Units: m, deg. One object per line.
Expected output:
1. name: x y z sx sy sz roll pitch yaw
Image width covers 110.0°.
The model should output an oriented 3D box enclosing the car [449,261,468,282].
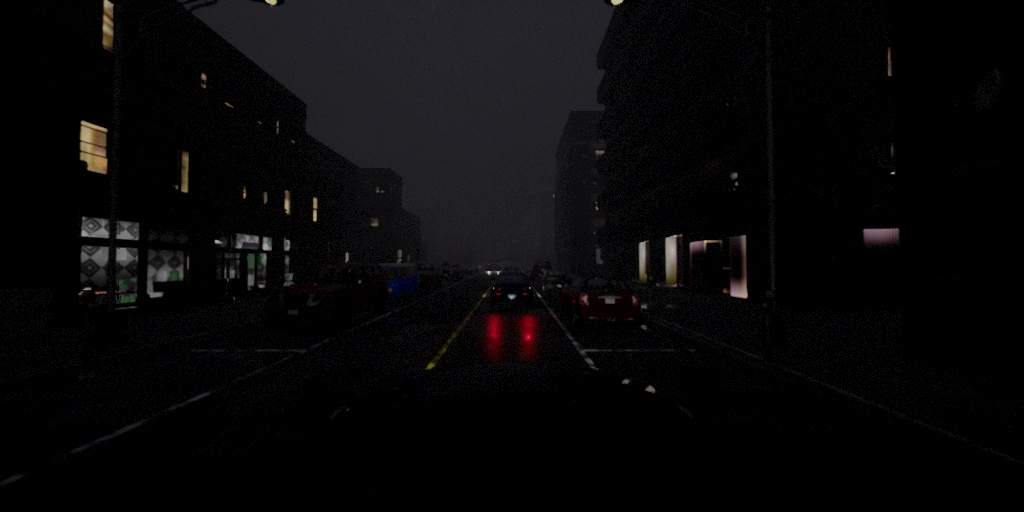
1. car: -5.710 1.366 33.429 2.192 1.841 5.009 0 0 0

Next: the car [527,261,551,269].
1. car: 2.671 1.365 33.427 2.192 1.841 5.009 0 0 0

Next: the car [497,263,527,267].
1. car: -0.018 1.574 30.866 2.033 1.411 5.357 0 -1 0

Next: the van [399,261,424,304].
1. van: -5.699 1.239 17.208 1.690 1.789 3.998 0 0 0

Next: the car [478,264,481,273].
1. car: -5.724 1.805 55.056 2.007 1.370 4.403 0 0 0

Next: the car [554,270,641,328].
1. car: 2.685 1.286 11.799 1.967 1.591 4.097 0 0 0

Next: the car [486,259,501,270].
1. car: -3.040 1.531 62.596 2.150 2.045 5.566 0 -1 0

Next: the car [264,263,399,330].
1. car: -5.695 1.161 11.801 2.192 1.841 5.009 0 0 0

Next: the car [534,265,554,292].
1. car: 2.679 1.499 22.613 2.007 1.370 4.403 0 0 0

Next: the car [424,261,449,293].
1. car: -5.702 1.264 22.615 2.192 1.841 5.009 0 0 0

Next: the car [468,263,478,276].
1. car: -5.717 1.593 44.243 1.967 1.591 4.097 0 0 0

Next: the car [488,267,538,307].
1. car: -0.005 1.414 16.255 1.812 1.442 4.674 0 0 0
